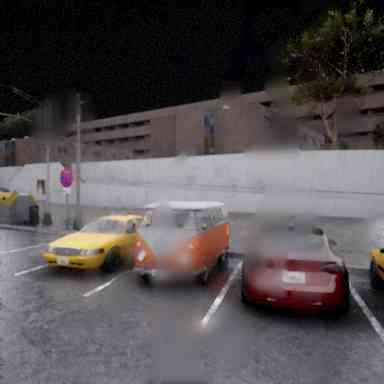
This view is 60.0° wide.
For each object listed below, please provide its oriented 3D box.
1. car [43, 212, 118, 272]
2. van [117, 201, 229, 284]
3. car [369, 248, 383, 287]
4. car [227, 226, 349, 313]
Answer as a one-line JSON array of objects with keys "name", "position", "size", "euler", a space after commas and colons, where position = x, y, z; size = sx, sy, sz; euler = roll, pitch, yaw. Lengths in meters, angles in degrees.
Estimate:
[{"name": "car", "position": [-2.583, 1.454, 11.087], "size": [1.946, 1.575, 5.366], "euler": [1, 0, 15]}, {"name": "van", "position": [-0.130, 1.243, 9.429], "size": [1.878, 1.987, 4.442], "euler": [1, 0, 15]}, {"name": "car", "position": [4.809, 1.492, 6.271], "size": [1.946, 1.575, 5.366], "euler": [0, -1, 15]}, {"name": "car", "position": [2.333, 1.511, 7.845], "size": [2.163, 1.488, 4.792], "euler": [0, -1, 15]}]
